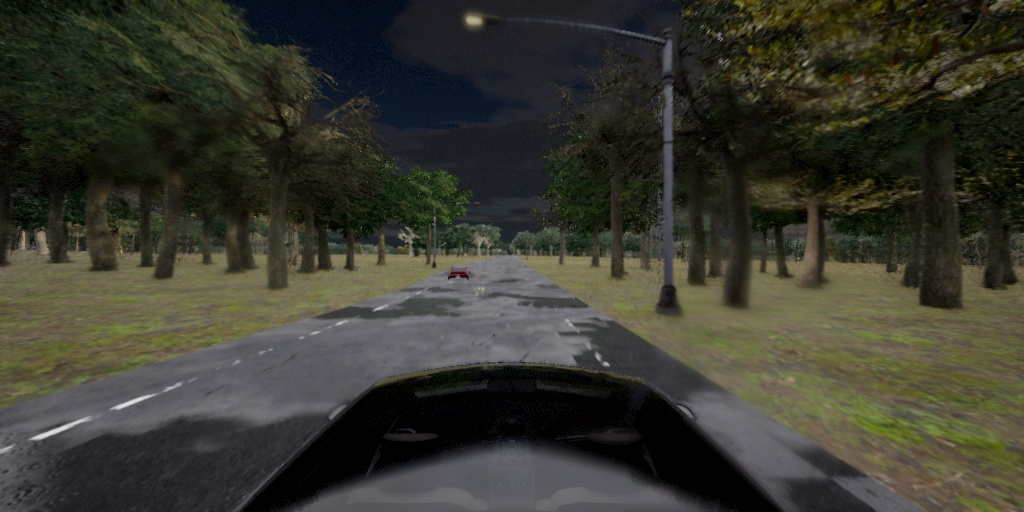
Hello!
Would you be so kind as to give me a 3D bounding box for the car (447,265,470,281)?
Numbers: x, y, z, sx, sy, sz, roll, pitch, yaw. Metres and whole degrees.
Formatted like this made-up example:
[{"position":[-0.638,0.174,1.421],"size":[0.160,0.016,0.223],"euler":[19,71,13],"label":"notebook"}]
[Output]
[{"position":[-4.749,1.476,32.245],"size":[1.895,1.301,4.718],"euler":[0,0,-7],"label":"car"}]
